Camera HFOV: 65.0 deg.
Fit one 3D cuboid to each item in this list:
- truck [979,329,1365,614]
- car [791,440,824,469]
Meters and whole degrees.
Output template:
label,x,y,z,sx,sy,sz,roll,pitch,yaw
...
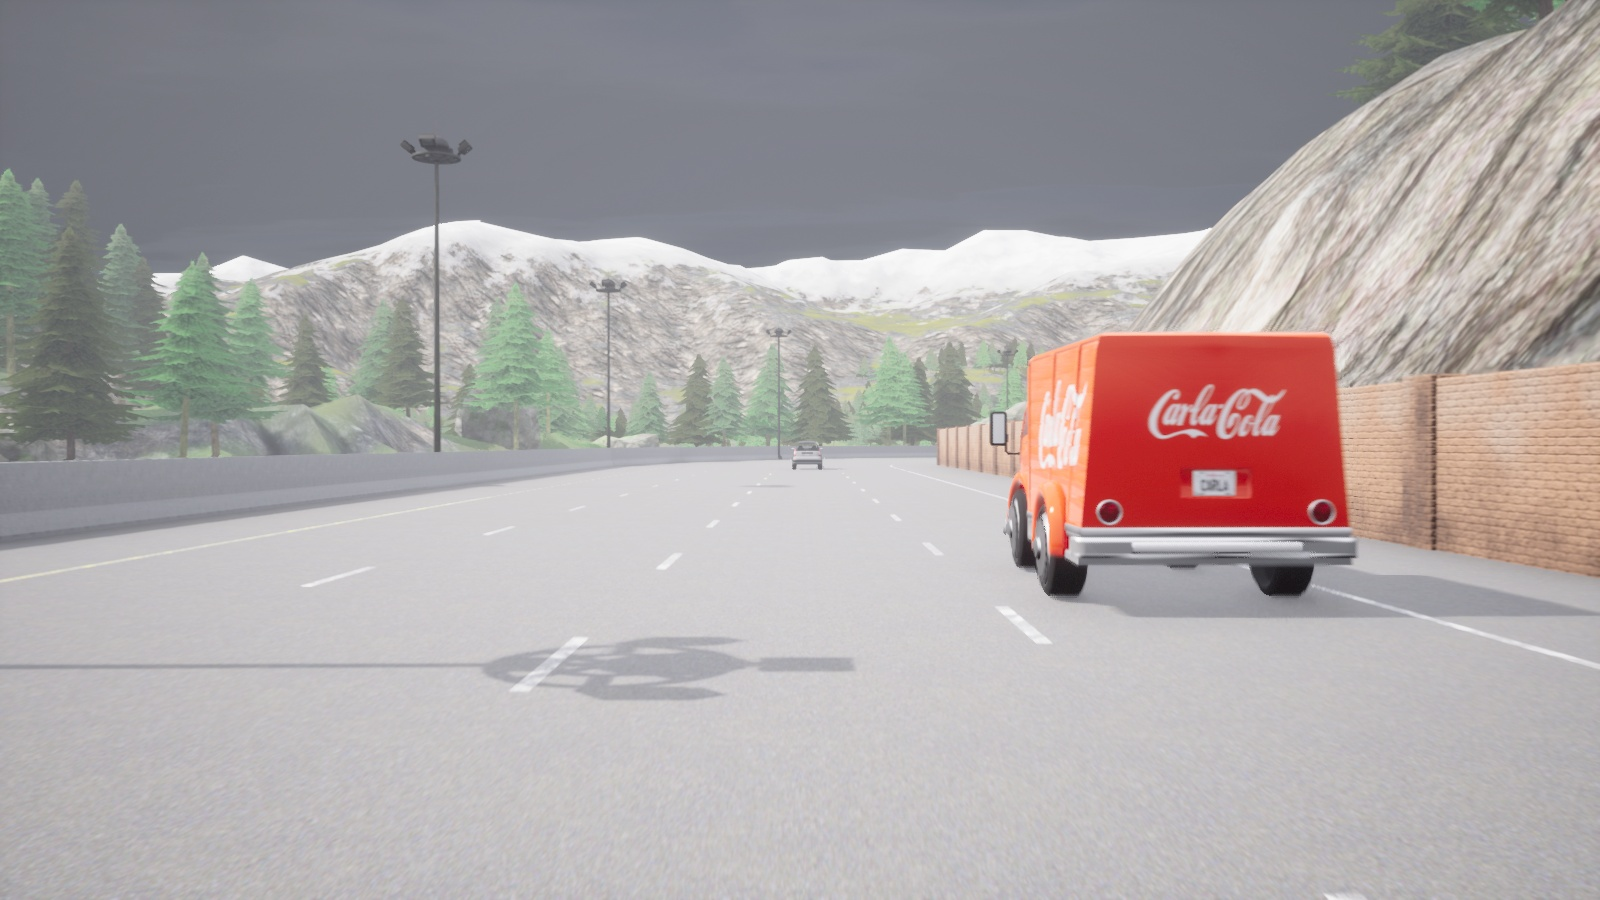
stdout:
label,x,y,z,sx,sy,sz,roll,pitch,yaw
truck,3.590,0.182,13.478,2.627,2.467,5.204,0,0,0
car,0.417,0.235,72.778,1.851,1.617,3.988,0,0,0
